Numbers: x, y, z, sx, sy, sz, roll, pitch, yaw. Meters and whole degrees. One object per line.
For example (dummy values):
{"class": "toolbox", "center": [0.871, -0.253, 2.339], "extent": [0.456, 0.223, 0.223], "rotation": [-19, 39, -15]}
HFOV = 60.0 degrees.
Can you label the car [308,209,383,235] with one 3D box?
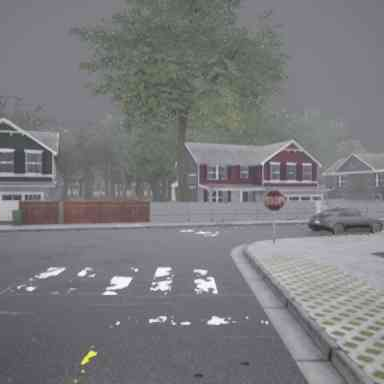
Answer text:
{"class": "car", "center": [8.812, 1.655, 19.114], "extent": [4.181, 1.385, 1.994], "rotation": [1, 0, -20]}
